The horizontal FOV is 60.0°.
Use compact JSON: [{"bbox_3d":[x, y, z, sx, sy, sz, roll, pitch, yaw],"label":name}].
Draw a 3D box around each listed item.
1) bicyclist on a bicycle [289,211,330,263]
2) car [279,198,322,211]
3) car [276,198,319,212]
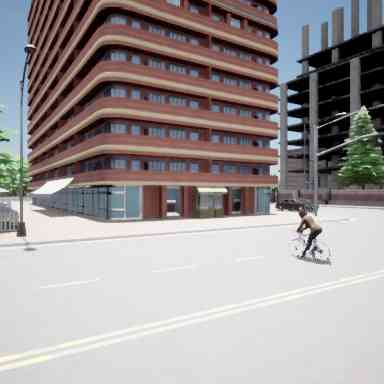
[{"bbox_3d":[3.803,1.455,10.940,0.582,1.620,1.656,0,-2,-32],"label":"bicyclist on a bicycle"},{"bbox_3d":[13.548,1.491,41.705,2.128,1.511,4.902,0,0,-33],"label":"car"},{"bbox_3d":[11.789,1.505,37.954,1.837,1.490,4.892,0,0,-32],"label":"car"}]
